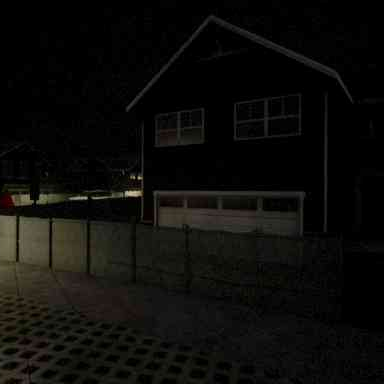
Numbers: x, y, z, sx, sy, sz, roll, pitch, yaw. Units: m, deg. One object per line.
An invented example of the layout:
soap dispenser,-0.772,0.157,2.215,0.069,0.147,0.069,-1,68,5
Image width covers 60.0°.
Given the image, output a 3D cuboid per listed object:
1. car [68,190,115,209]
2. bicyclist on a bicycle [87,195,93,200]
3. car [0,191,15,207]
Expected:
car,-10.159,0.841,34.037,2.150,2.045,5.566,0,1,25
bicyclist on a bicycle,-7.784,1.047,25.400,1.656,1.620,0.582,0,1,27
car,-15.375,0.994,23.386,2.150,2.045,5.566,0,1,26
